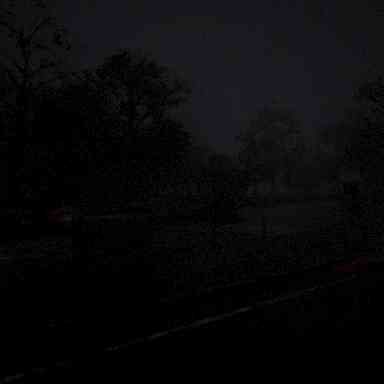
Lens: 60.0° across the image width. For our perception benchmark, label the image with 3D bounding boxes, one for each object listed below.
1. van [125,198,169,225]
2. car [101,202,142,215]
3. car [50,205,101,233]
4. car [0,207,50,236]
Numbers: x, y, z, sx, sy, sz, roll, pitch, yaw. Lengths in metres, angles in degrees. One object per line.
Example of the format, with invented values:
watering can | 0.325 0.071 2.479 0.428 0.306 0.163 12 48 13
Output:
van | -3.313 1.393 24.246 1.878 1.987 4.442 0 0 -36
car | -5.654 1.639 22.750 2.163 1.488 4.792 0 0 -36
car | -7.787 1.596 20.958 1.946 1.575 5.366 0 0 -36
car | -10.167 1.619 19.517 2.163 1.488 4.792 0 0 -36
